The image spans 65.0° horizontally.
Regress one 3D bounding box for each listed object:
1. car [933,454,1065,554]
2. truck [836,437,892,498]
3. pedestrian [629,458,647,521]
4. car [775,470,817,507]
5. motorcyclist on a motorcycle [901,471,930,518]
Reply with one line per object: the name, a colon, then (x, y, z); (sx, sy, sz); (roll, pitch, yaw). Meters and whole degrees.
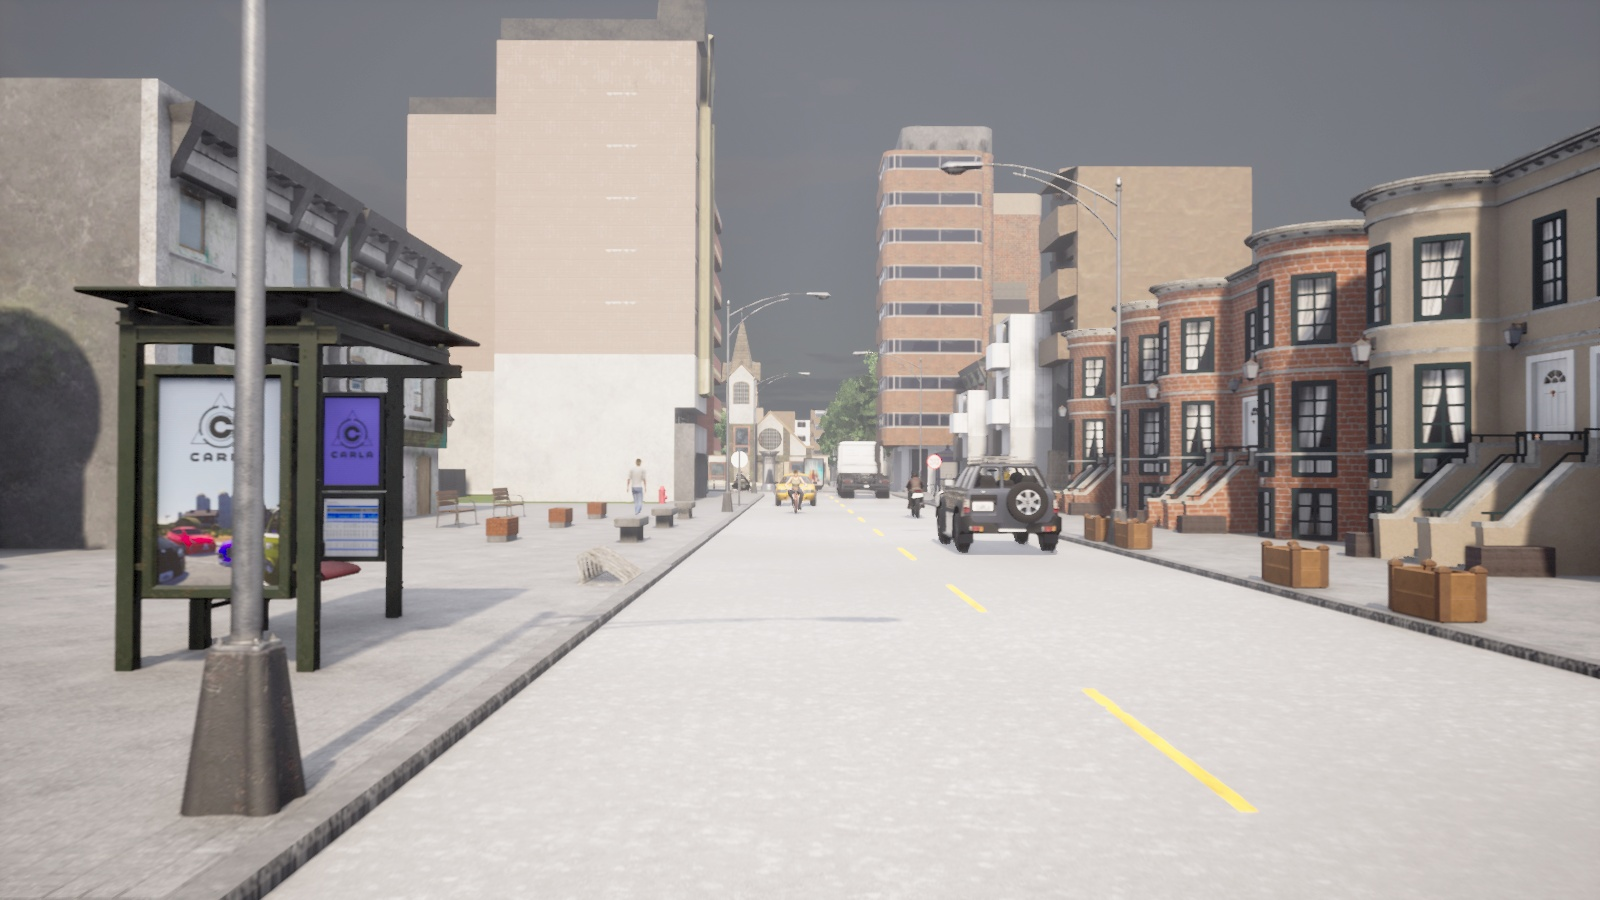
car: (3.935, 1.038, 25.557); (1.932, 1.855, 4.605); (0, -1, 0)
truck: (3.727, 1.061, 75.080); (2.891, 3.462, 7.936); (0, -1, 0)
pedestrian: (-4.731, 1.150, 36.689); (0.354, 1.836, 0.706); (0, -1, 10)
car: (-0.181, 1.696, 56.873); (1.801, 1.575, 5.366); (0, -1, 0)
motorcyclist on a motorcycle: (3.881, 1.481, 42.288); (0.797, 1.523, 2.044); (0, -1, 0)
